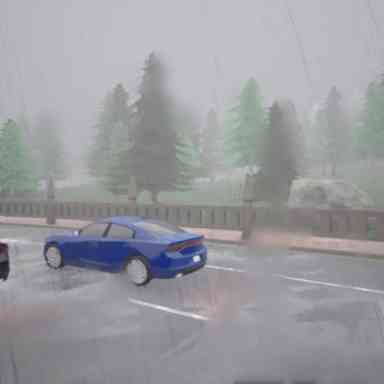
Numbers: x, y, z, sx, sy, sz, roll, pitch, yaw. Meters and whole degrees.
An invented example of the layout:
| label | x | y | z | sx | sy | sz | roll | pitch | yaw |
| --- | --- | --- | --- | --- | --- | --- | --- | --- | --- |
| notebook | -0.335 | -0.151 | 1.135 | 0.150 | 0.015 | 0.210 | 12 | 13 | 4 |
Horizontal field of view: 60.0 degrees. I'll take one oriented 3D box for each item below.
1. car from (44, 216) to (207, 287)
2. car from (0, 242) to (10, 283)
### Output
| label | x | y | z | sx | sy | sz | roll | pitch | yaw |
| --- | --- | --- | --- | --- | --- | --- | --- | --- | --- |
| car | -1.998 | 1.414 | 9.178 | 5.008 | 1.535 | 1.882 | 0 | 0 | 32 |
| car | -6.343 | 1.410 | 7.709 | 5.008 | 1.535 | 1.882 | 0 | 0 | 30 |
